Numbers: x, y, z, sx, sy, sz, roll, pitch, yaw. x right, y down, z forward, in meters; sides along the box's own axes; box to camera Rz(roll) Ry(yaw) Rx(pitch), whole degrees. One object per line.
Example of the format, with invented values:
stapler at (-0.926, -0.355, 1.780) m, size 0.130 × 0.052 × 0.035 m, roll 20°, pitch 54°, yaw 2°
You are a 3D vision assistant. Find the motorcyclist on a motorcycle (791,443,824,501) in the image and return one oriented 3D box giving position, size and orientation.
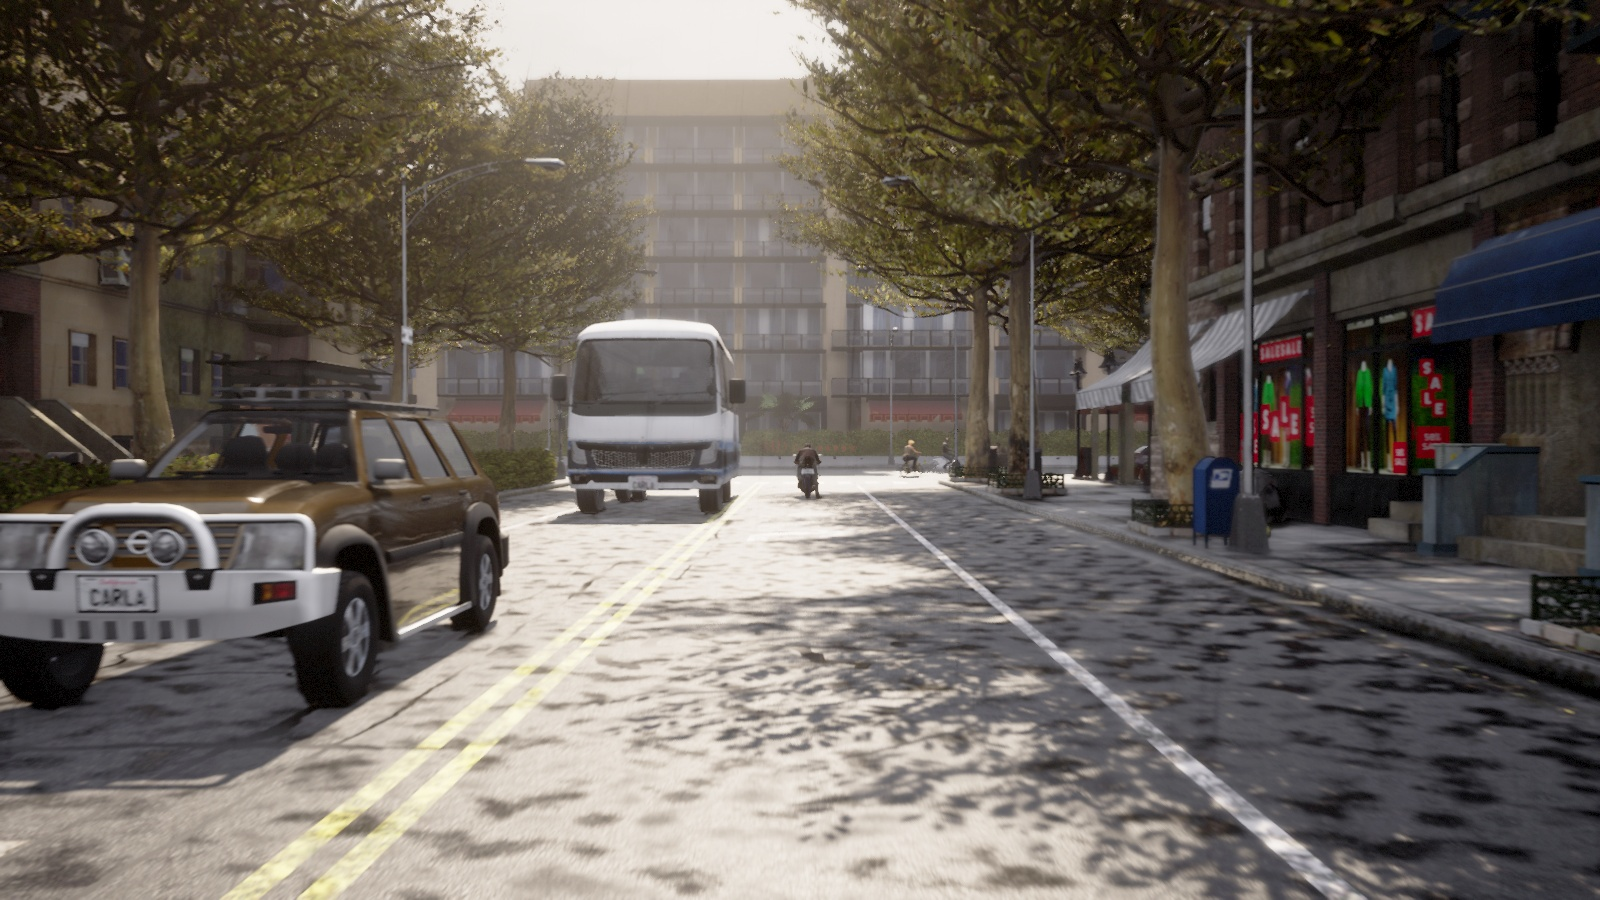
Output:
motorcyclist on a motorcycle at (0.210, 0.588, 34.403) m, size 0.866 × 1.530 × 2.191 m, roll 0°, pitch 0°, yaw 0°

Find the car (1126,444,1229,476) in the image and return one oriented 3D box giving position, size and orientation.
car at (17.325, 0.448, 57.769) m, size 4.193 × 1.474 × 1.816 m, roll 0°, pitch 0°, yaw 0°

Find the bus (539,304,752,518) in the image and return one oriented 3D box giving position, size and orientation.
bus at (-3.281, -0.803, 30.169) m, size 3.944 × 4.253 × 10.273 m, roll 0°, pitch 0°, yaw -1°

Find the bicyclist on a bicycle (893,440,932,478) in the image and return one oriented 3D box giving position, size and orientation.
bicyclist on a bicycle at (4.913, 0.378, 54.746) m, size 1.509 × 1.612 × 0.866 m, roll 0°, pitch 2°, yaw -44°

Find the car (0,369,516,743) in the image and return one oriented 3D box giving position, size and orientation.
car at (-3.435, 0.512, 8.536) m, size 1.932 × 1.855 × 4.605 m, roll 0°, pitch 0°, yaw 0°
